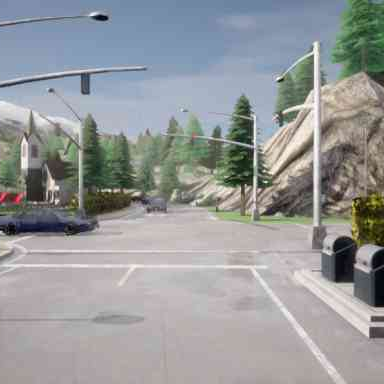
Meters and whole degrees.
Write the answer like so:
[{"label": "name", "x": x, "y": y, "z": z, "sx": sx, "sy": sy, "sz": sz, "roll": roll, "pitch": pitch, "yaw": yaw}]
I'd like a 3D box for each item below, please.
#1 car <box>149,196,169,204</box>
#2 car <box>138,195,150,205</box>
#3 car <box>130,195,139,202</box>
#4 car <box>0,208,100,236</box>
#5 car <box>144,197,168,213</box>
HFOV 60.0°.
[{"label": "car", "x": -6.488, "y": 1.543, "z": 64.656, "sx": 2.033, "sy": 1.411, "sz": 5.357, "roll": 0, "pitch": 0, "yaw": -27}, {"label": "car", "x": -7.363, "y": 1.500, "z": 57.124, "sx": 1.837, "sy": 1.490, "sz": 4.892, "roll": 0, "pitch": 0, "yaw": -20}, {"label": "car", "x": -12.355, "y": 1.428, "z": 73.210, "sx": 5.008, "sy": 1.535, "sz": 1.882, "roll": 0, "pitch": 0, "yaw": 42}, {"label": "car", "x": -7.778, "y": 1.546, "z": 17.691, "sx": 5.357, "sy": 1.411, "sz": 2.033, "roll": 0, "pitch": 0, "yaw": -1}, {"label": "car", "x": -3.762, "y": 1.561, "z": 36.484, "sx": 1.994, "sy": 1.385, "sz": 4.181, "roll": 0, "pitch": 0, "yaw": -2}]
